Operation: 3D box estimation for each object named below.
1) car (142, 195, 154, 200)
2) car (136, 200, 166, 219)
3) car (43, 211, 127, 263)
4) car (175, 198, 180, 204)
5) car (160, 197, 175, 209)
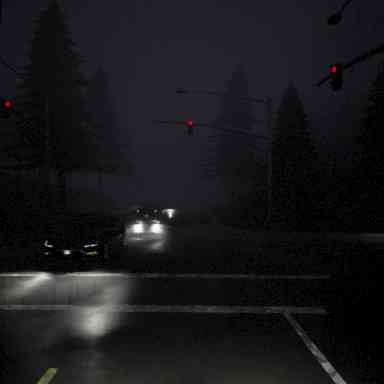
[{"bbox_3d":[-8.202,1.241,61.217,1.812,1.442,4.674,0,0,-44],"label":"car"},{"bbox_3d":[-3.632,1.600,28.778,1.895,1.301,4.718,0,0,0],"label":"car"},{"bbox_3d":[-3.616,1.500,12.040,1.837,1.490,4.892,0,0,0],"label":"car"},{"bbox_3d":[-4.071,1.563,61.705,1.994,1.385,4.181,0,0,-39],"label":"car"},{"bbox_3d":[-3.718,1.600,46.203,1.895,1.301,4.718,0,0,-1],"label":"car"}]
